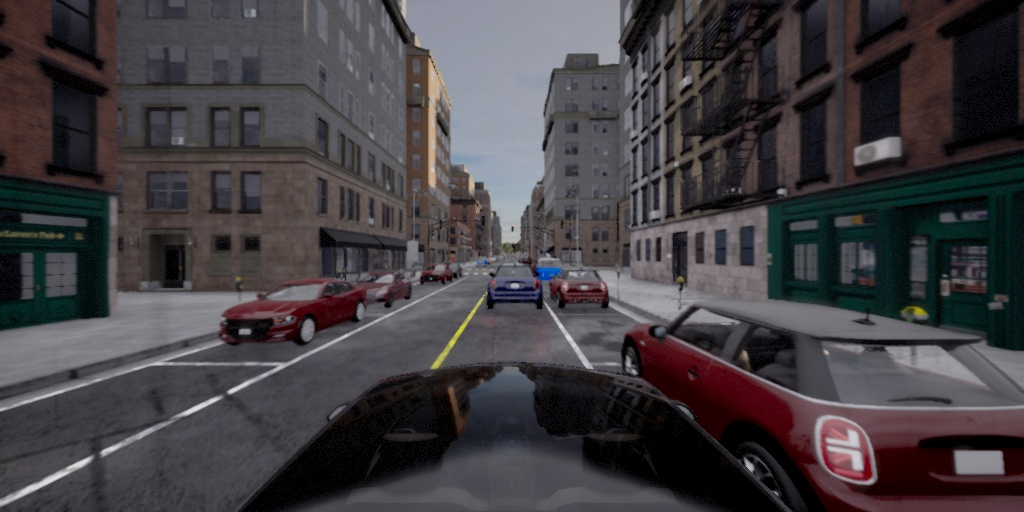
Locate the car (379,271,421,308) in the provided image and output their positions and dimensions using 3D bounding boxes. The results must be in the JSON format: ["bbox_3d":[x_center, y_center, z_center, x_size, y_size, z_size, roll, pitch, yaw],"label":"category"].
[{"bbox_3d":[-5.379,1.308,14.992,1.802,1.307,4.207,0,0,0],"label":"car"}]

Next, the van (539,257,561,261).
[{"bbox_3d":[2.654,1.045,26.009,1.690,1.789,3.998,0,0,0],"label":"van"}]

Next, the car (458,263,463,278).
[{"bbox_3d":[-5.367,1.260,31.526,1.948,1.339,4.313,0,0,0],"label":"car"}]

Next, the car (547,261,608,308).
[{"bbox_3d":[2.646,1.165,14.987,1.967,1.591,4.097,0,0,0],"label":"car"}]

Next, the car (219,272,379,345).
[{"bbox_3d":[-5.383,1.281,9.481,1.888,1.381,4.507,0,0,0],"label":"car"}]

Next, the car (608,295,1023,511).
[{"bbox_3d":[2.638,1.186,3.965,1.967,1.591,4.097,0,0,0],"label":"car"}]

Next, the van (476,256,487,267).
[{"bbox_3d":[-5.364,0.967,63.489,1.690,1.789,3.998,0,0,0],"label":"van"}]

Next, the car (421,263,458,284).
[{"bbox_3d":[-5.371,1.250,26.015,1.888,1.381,4.507,0,0,0],"label":"car"}]

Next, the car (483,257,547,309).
[{"bbox_3d":[0.108,1.078,14.952,2.097,1.767,4.553,0,0,0],"label":"car"}]
